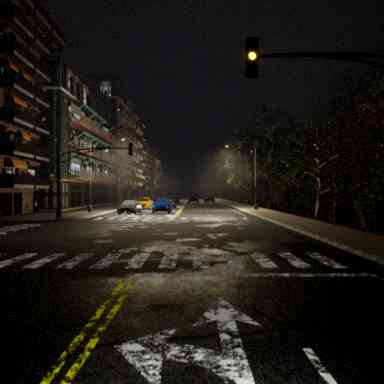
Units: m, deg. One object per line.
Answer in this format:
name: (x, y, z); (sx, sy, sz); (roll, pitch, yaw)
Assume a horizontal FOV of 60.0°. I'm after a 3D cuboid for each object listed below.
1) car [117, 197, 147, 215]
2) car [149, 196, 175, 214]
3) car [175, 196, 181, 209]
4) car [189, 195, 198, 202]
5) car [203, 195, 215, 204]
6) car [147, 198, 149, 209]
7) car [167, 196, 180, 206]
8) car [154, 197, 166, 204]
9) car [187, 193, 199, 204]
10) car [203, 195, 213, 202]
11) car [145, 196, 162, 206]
car: (-6.444, 1.551, 34.935); (2.033, 1.411, 5.357); (0, 0, 0)
car: (-3.186, 1.482, 36.374); (1.882, 1.535, 5.008); (0, 0, 1)
car: (-3.099, 1.499, 45.855); (2.128, 1.511, 4.902); (0, 0, 1)
car: (0.327, 1.482, 76.529); (2.128, 1.511, 4.902); (0, 0, 0)
car: (3.531, 1.524, 66.094); (1.837, 1.490, 4.892); (0, 0, 0)
car: (-6.362, 1.485, 44.588); (1.882, 1.535, 5.008); (0, 0, 1)
car: (-3.014, 1.518, 55.916); (1.837, 1.490, 4.892); (0, 0, 0)
car: (-6.224, 1.619, 65.052); (1.895, 1.301, 4.718); (0, 0, 0)
car: (0.281, 1.241, 66.140); (2.150, 2.045, 5.566); (0, 0, 0)
car: (3.576, 1.497, 76.514); (2.033, 1.411, 5.357); (0, 0, 0)
car: (-6.270, 1.504, 54.728); (2.128, 1.511, 4.902); (0, 0, 0)
